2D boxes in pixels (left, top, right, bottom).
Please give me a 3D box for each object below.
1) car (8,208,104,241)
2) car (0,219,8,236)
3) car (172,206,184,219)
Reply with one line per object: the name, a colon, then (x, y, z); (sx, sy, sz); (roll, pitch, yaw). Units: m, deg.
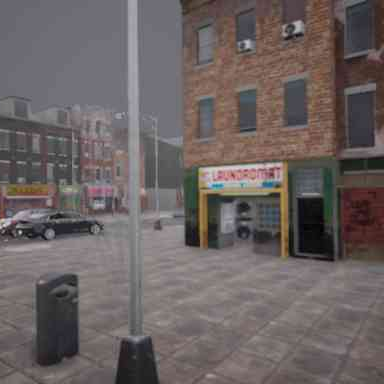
car: (-7.233, 1.794, 18.729); (1.837, 1.490, 4.892); (-1, -1, 35)
car: (-9.660, 1.771, 19.875); (1.967, 1.590, 4.097); (-2, -1, 35)
car: (-0.226, 1.973, 33.169); (2.008, 1.369, 4.403); (-2, -1, 35)
